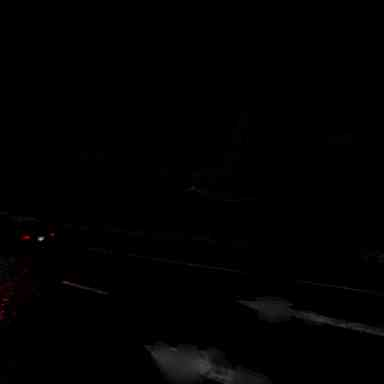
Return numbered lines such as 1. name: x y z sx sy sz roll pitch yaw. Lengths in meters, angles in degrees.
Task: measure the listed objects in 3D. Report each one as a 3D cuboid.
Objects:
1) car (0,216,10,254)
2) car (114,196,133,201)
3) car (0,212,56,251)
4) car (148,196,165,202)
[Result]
1. car: -7.312 1.481 9.202 5.008 1.535 1.882 0 0 35
2. car: -16.375 1.567 79.652 1.895 1.301 4.718 0 0 36
3. car: -7.443 1.529 13.571 4.674 1.442 1.812 0 0 35
4. car: -7.845 1.521 73.529 1.994 1.385 4.181 0 0 36
